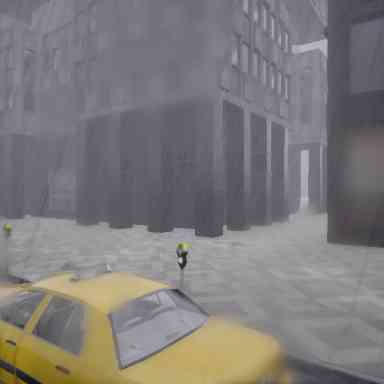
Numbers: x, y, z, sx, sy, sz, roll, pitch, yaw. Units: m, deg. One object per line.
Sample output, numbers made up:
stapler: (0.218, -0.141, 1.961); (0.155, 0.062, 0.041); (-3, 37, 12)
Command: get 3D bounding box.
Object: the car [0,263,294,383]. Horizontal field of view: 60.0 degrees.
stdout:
car: (-1.349, 1.524, 3.923); (4.829, 1.417, 1.752); (0, 0, 36)
